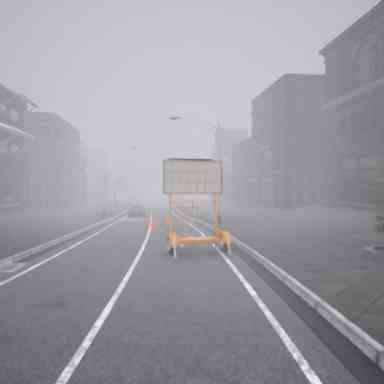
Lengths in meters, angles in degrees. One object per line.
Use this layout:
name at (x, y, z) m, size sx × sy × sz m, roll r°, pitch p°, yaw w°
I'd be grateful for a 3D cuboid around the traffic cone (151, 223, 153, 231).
traffic cone at (-2.382, 2.102, 20.445) m, size 0.340 × 0.580 × 0.340 m, roll 0°, pitch -1°, yaw -6°

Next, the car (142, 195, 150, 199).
car at (-10.855, 1.415, 77.853) m, size 1.812 × 1.442 × 4.674 m, roll 0°, pitch 2°, yaw -7°

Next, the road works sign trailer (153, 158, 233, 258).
road works sign trailer at (-0.004, 0.488, 13.013) m, size 2.380 × 3.560 × 2.880 m, roll 0°, pitch -1°, yaw -16°

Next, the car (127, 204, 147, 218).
car at (-6.199, 2.147, 37.576) m, size 1.837 × 1.490 × 4.892 m, roll 0°, pitch -1°, yaw -7°
